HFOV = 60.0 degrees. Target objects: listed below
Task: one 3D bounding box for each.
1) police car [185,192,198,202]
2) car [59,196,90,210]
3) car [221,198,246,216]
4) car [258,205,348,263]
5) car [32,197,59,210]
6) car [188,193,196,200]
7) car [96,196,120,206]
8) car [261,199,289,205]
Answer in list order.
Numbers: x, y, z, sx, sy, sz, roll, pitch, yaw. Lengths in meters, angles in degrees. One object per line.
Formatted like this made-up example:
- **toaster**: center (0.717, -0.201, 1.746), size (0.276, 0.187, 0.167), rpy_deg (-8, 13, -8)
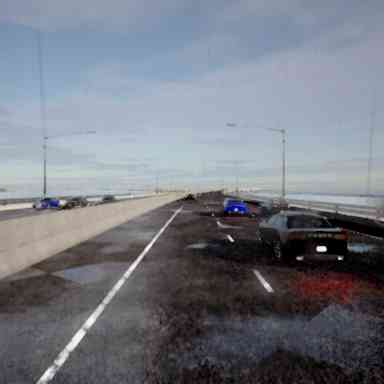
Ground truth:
- **police car**: center (-0.319, 1.094, 63.640), size (1.930, 1.638, 5.238), rpy_deg (0, 0, 1)
- **car**: center (-13.793, 1.306, 39.980), size (1.837, 1.490, 4.892), rpy_deg (0, 0, 1)
- **car**: center (3.775, 1.331, 30.688), size (1.882, 1.535, 5.008), rpy_deg (0, 0, 1)
- **car**: center (3.629, 1.425, 11.768), size (1.882, 1.535, 5.008), rpy_deg (0, 0, 0)
- **car**: center (-17.294, 1.327, 39.787), size (1.812, 1.442, 4.674), rpy_deg (0, 0, 1)
- **car**: center (0.091, 1.078, 79.501), size (1.837, 1.490, 4.892), rpy_deg (0, 0, 2)
- **car**: center (-10.276, 1.273, 41.039), size (1.882, 1.535, 5.008), rpy_deg (0, 0, 1)
- **car**: center (7.258, 1.354, 29.119), size (2.128, 1.511, 4.902), rpy_deg (0, 0, 1)
